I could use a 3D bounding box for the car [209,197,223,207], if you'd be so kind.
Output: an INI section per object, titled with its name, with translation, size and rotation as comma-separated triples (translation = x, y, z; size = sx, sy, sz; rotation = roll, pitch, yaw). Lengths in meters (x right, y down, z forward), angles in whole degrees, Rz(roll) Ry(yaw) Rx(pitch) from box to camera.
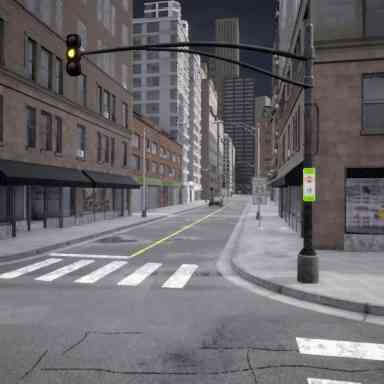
[car]
translation = 3.728, 1.467, 51.205
size = 1.882, 1.535, 5.008
rotation = 0, 0, 11
